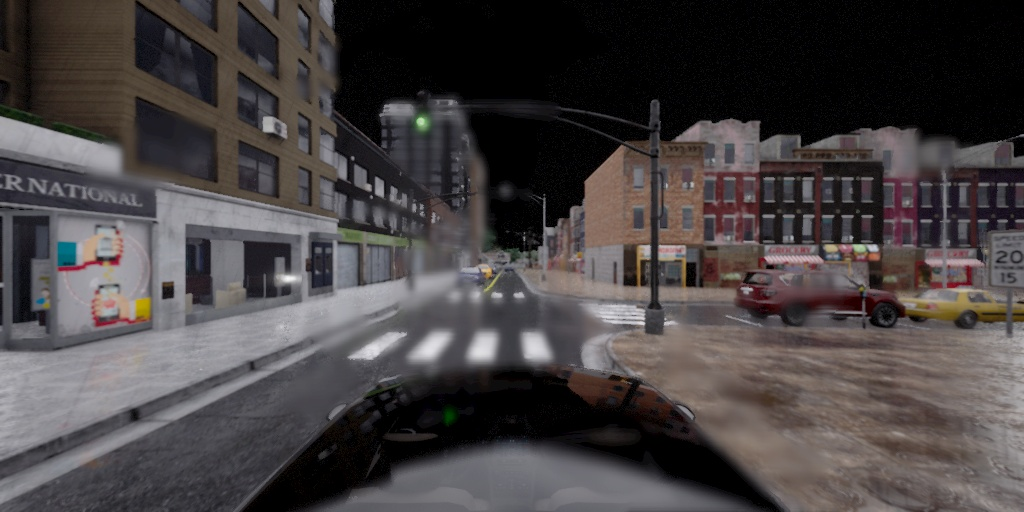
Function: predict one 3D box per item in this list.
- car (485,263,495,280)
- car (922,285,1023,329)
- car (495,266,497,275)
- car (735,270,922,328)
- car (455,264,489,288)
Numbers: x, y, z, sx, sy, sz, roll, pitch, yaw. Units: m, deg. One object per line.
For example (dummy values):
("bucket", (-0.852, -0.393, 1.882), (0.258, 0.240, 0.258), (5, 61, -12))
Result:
("car", (-3.179, 1.698, 38.788), (1.882, 1.535, 5.008), (0, -1, -1))
("car", (16.419, 1.748, 12.758), (4.829, 1.417, 1.751), (0, 0, 0))
("car", (-3.278, 1.819, 51.807), (2.097, 1.767, 4.553), (0, -1, 0))
("car", (10.704, 1.437, 12.719), (5.009, 1.841, 2.192), (0, 0, 0))
("car", (-3.074, 1.573, 27.443), (1.812, 1.442, 4.674), (0, -1, 1))
